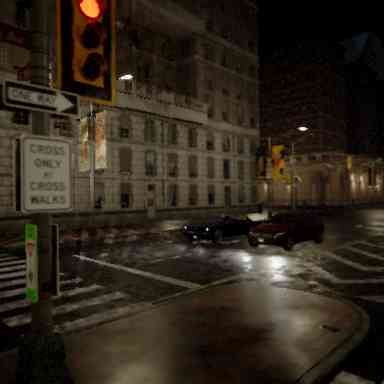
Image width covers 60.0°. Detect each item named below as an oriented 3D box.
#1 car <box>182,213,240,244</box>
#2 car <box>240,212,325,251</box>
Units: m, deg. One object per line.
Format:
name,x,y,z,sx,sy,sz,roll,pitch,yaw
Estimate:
car,1.713,1.814,17.309,4.718,1.301,1.895,0,-1,-45
car,4.417,1.671,15.067,1.812,1.442,4.674,-2,-1,45
